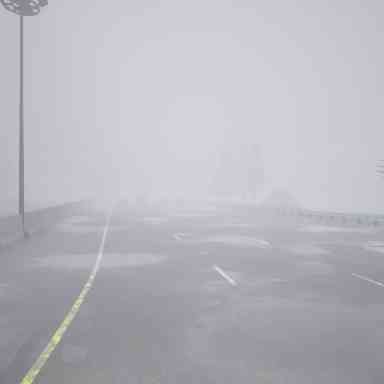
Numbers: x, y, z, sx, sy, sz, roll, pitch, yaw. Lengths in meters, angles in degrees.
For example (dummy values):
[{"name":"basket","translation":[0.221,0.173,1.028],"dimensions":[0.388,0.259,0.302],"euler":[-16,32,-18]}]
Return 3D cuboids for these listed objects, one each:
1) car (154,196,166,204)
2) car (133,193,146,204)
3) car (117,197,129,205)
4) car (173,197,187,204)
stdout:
[{"name":"car","translation":[-5.995,1.547,62.658],"dimensions":[2.033,1.411,5.357],"euler":[0,0,-12]},{"name":"car","translation":[-10.326,1.221,65.863],"dimensions":[2.150,2.045,5.566],"euler":[0,0,-13]},{"name":"car","translation":[-12.282,1.547,58.893],"dimensions":[2.033,1.411,5.357],"euler":[0,0,-15]},{"name":"car","translation":[-2.248,1.547,61.987],"dimensions":[2.033,1.411,5.357],"euler":[0,0,-12]}]
